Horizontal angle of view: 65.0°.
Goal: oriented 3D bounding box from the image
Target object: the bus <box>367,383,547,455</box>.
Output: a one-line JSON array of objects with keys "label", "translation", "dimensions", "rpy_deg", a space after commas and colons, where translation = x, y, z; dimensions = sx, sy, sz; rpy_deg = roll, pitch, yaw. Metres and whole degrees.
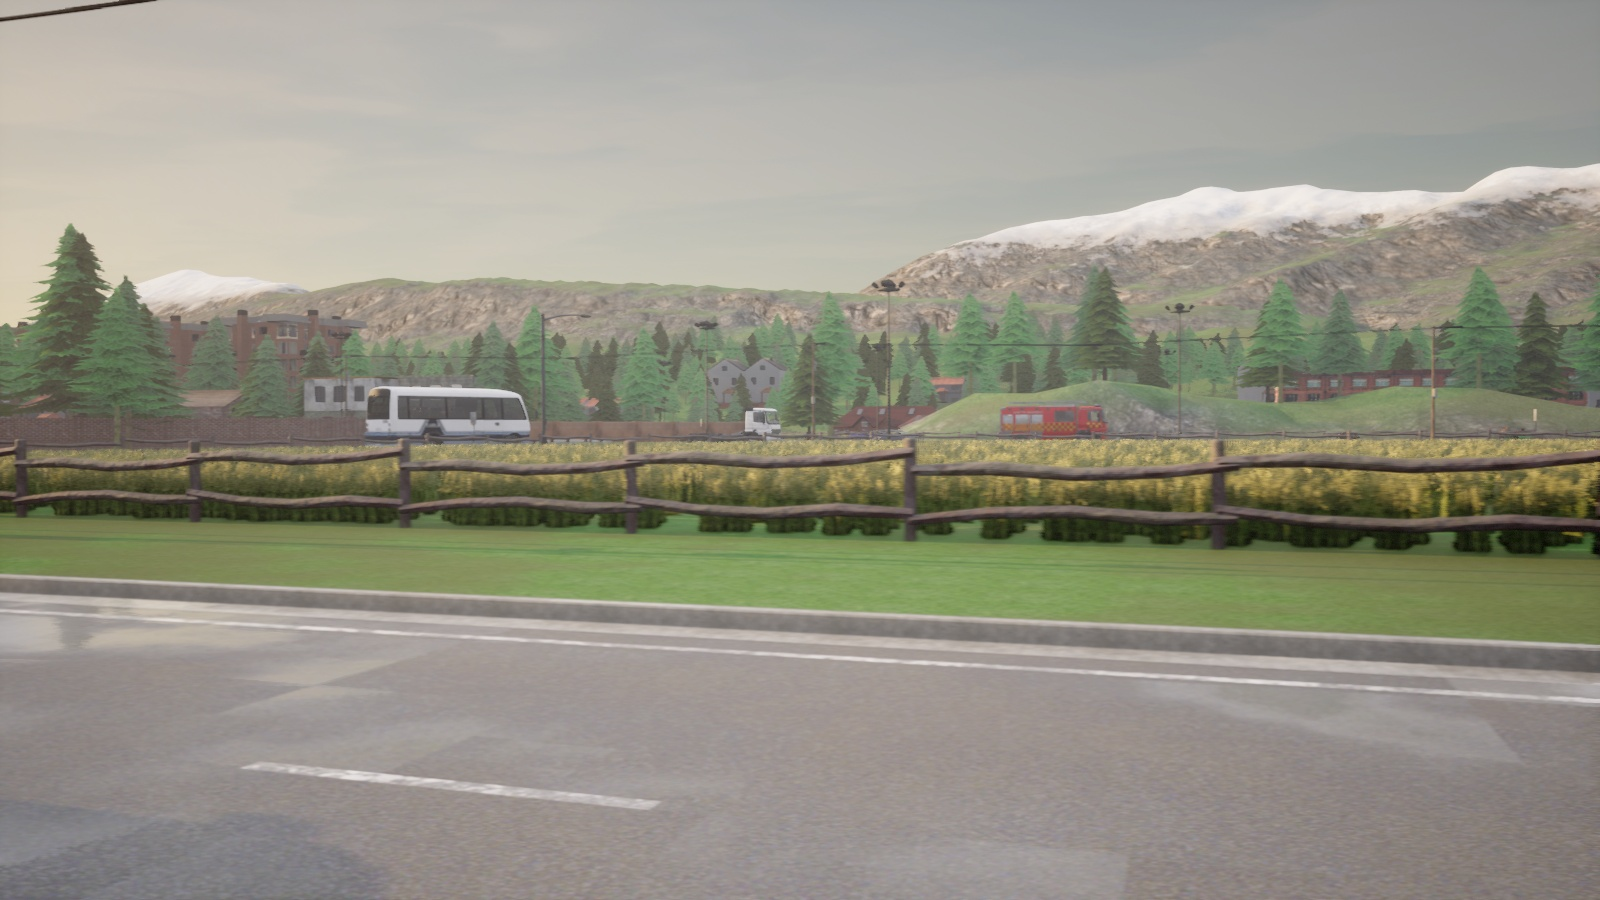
[{"label": "bus", "translation": [-21.355, -1.893, 78.805], "dimensions": [3.944, 4.253, 10.273], "rpy_deg": [1, 1, 44]}]
